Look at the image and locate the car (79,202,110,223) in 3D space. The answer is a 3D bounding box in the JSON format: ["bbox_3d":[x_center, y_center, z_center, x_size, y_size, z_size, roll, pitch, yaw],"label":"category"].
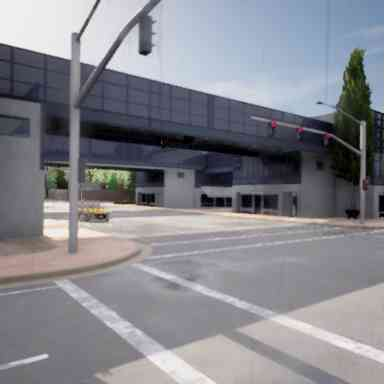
[{"bbox_3d":[-8.400,1.611,27.521,1.882,1.535,5.008,1,0,-36],"label":"car"}]
